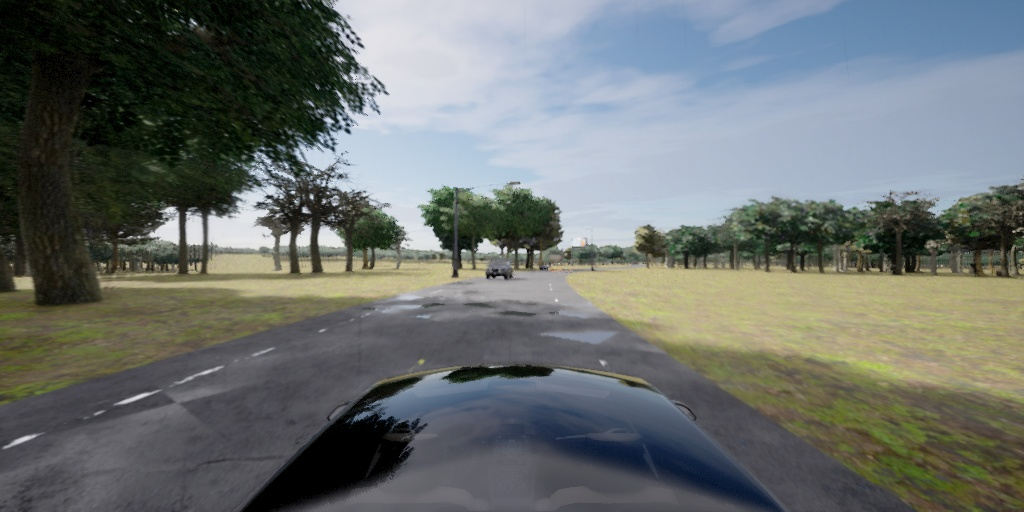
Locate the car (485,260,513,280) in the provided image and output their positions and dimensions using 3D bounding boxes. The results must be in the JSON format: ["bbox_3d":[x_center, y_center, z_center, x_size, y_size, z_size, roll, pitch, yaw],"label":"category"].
[{"bbox_3d":[-1.271,1.409,37.333,2.150,2.045,5.566,0,-1,8],"label":"car"}]
